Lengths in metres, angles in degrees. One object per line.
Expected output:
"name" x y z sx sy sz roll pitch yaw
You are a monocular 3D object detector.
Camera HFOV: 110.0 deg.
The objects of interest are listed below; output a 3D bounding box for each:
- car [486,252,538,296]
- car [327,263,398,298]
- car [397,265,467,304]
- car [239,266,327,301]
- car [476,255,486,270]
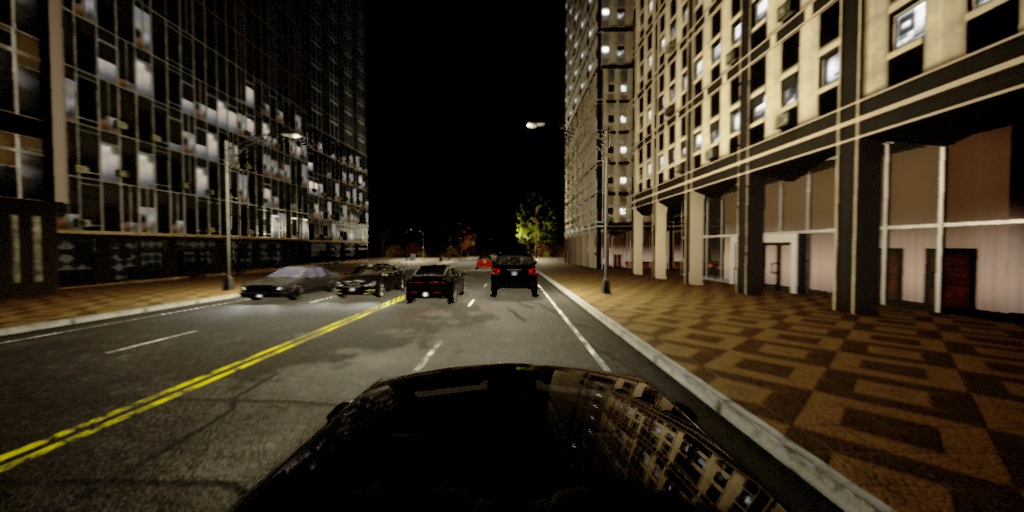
"car" 0.101 0.808 17.955 2.150 2.045 5.566 0 1 0
"car" -6.593 1.102 17.214 1.837 1.490 4.892 0 1 0
"car" -3.149 1.118 15.455 1.837 1.490 4.892 0 1 0
"car" -9.848 1.152 16.629 2.033 1.411 5.357 0 1 0
"car" -3.150 0.676 43.351 2.097 1.767 4.553 0 1 0
